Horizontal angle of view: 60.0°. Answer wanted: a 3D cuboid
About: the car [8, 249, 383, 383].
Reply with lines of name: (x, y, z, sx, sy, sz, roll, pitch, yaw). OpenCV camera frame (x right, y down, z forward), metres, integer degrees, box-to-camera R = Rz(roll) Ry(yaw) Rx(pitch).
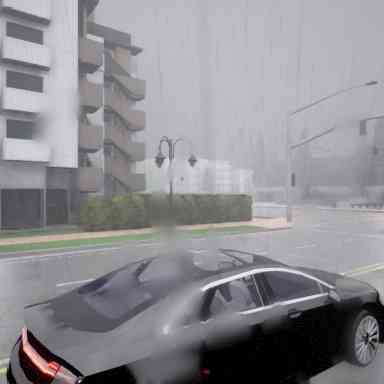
car: (0.520, 1.492, 4.128, 4.902, 1.511, 2.128, 0, 0, -35)
